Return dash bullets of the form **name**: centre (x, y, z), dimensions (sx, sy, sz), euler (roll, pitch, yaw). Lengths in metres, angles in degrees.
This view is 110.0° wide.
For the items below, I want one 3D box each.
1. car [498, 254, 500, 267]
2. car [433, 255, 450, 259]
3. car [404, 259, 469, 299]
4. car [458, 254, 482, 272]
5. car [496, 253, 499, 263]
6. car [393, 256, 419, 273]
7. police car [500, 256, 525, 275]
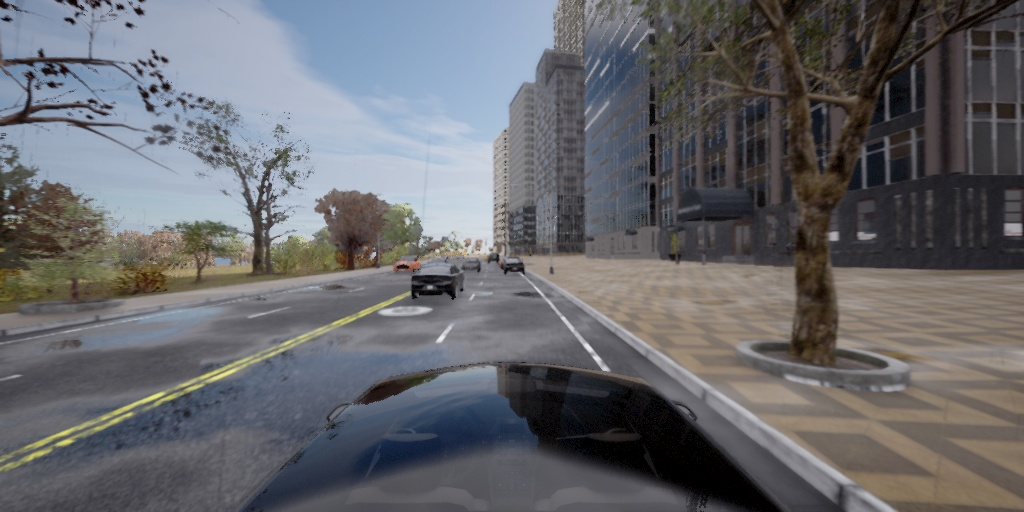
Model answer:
- **car**: centre (-0.445, 0.822, 44.121), dimensions (1.882, 1.535, 5.008), euler (0, 1, -4)
- **car**: centre (-7.626, 0.920, 37.454), dimensions (1.837, 1.490, 4.892), euler (0, 1, -3)
- **car**: centre (-3.360, 1.079, 16.938), dimensions (1.882, 1.535, 5.008), euler (0, 1, -1)
- **car**: centre (-4.242, 0.895, 38.326), dimensions (2.128, 1.511, 4.902), euler (0, 1, -3)
- **car**: centre (-0.893, 0.745, 50.352), dimensions (1.801, 1.575, 5.366), euler (0, 0, -4)
- **car**: centre (-10.881, 0.772, 37.479), dimensions (2.097, 1.767, 4.553), euler (0, 0, -3)
- **police car**: centre (0.144, 0.859, 34.155), dimensions (1.930, 1.638, 5.238), euler (0, 1, -3)
